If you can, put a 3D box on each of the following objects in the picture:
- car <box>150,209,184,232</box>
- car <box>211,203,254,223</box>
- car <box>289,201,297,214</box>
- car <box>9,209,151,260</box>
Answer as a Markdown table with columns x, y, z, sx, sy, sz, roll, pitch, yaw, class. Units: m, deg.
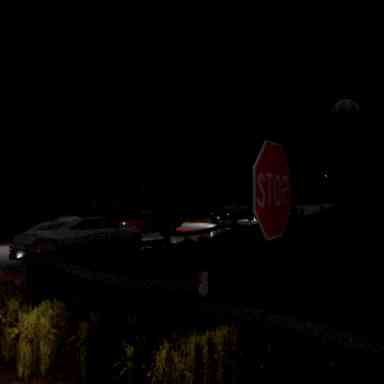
| x | y | z | sx | sy | sz | roll | pitch | yaw | class |
| --- | --- | --- | --- | --- | --- | --- | --- | --- | --- |
| -2.566 | 1.616 | 18.021 | 1.895 | 1.301 | 4.718 | -1 | -1 | 36 | car |
| 3.279 | 1.624 | 26.129 | 1.812 | 1.442 | 4.674 | -1 | -1 | 36 | car |
| 9.376 | 1.646 | 34.545 | 2.128 | 1.511 | 4.902 | -1 | 0 | 36 | car |
| -3.491 | 1.457 | 10.849 | 1.812 | 1.442 | 4.674 | -1 | -1 | 27 | car |
